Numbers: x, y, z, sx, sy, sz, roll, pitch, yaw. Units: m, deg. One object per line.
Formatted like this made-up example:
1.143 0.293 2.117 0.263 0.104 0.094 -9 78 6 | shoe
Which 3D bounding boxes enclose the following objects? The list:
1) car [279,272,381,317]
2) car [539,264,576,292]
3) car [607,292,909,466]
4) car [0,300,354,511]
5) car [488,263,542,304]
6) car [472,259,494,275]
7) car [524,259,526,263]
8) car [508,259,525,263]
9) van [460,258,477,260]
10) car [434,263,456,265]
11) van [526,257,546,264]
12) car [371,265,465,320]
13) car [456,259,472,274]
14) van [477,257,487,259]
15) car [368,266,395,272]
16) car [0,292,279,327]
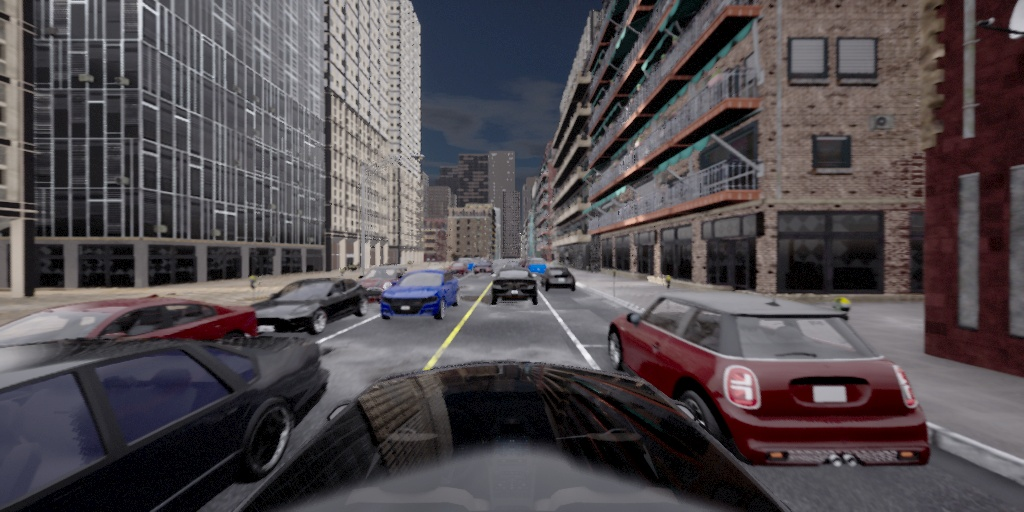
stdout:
-5.690 1.322 10.499 1.948 1.339 4.313 0 0 0 | car
2.691 1.334 21.552 1.948 1.339 4.313 0 0 0 | car
2.689 1.192 4.969 1.967 1.591 4.097 0 0 0 | car
-3.083 1.298 1.937 2.033 1.411 5.357 0 0 0 | car
0.103 1.240 16.329 1.882 1.535 5.008 0 0 0 | car
-3.014 1.356 39.070 1.994 1.385 4.181 0 0 0 | car
2.696 1.343 43.663 1.888 1.381 4.507 0 0 0 | car
0.108 1.343 42.045 2.033 1.411 5.357 0 0 0 | car
-5.685 1.138 43.665 1.690 1.789 3.998 0 0 0 | van
-5.688 1.301 26.911 1.751 1.417 4.829 0 0 0 | car
2.695 1.131 38.135 1.690 1.789 3.998 0 0 0 | van
-3.081 1.237 12.888 1.882 1.535 5.008 0 0 0 | car
-5.686 1.335 38.137 1.888 1.381 4.507 0 0 0 | car
-5.682 1.165 60.247 1.690 1.789 3.998 0 0 0 | van
-5.690 1.202 16.027 1.967 1.591 4.097 0 0 0 | car
-5.691 1.297 4.971 1.888 1.381 4.507 0 0 0 | car
